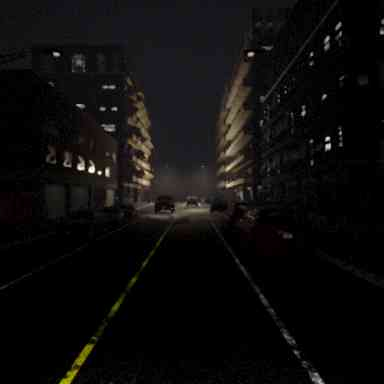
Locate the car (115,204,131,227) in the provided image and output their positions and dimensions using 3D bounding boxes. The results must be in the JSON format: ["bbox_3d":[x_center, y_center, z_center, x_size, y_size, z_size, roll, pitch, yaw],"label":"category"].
[{"bbox_3d":[-5.675,1.643,22.957,1.802,1.307,4.206,1,0,0],"label":"car"}]

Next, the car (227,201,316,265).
[{"bbox_3d":[2.706,1.346,11.775,2.192,1.841,5.009,1,0,0],"label":"car"}]

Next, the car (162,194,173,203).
[{"bbox_3d":[-5.660,1.527,78.669,2.192,1.841,5.009,1,0,0],"label":"car"}]

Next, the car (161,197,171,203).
[{"bbox_3d":[-5.665,1.763,73.098,1.947,1.339,4.313,1,0,0],"label":"car"}]

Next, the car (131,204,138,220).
[{"bbox_3d":[-5.674,1.658,28.529,1.802,1.307,4.206,1,0,0],"label":"car"}]

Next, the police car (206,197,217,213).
[{"bbox_3d":[3.006,1.527,37.934,1.930,1.638,5.238,0,0,0],"label":"police car"}]

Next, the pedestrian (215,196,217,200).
[{"bbox_3d":[3.009,1.403,40.956,0.375,1.860,0.375,1,-1,-5],"label":"pedestrian"}]

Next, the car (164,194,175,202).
[{"bbox_3d":[-5.659,1.542,84.241,2.192,1.841,5.009,1,0,0],"label":"car"}]

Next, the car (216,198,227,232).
[{"bbox_3d":[2.708,1.361,17.345,2.192,1.841,5.009,1,0,0],"label":"car"}]

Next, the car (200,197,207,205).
[{"bbox_3d":[2.714,1.692,62.084,1.752,1.417,4.829,1,0,0],"label":"car"}]

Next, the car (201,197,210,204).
[{"bbox_3d":[2.714,1.763,67.486,1.802,1.307,4.206,1,0,0],"label":"car"}]

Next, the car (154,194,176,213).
[{"bbox_3d":[-3.087,1.323,38.539,2.150,2.045,5.566,0,0,0],"label":"car"}]

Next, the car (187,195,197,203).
[{"bbox_3d":[0.015,1.527,74.292,2.097,1.767,4.553,0,0,0],"label":"car"}]

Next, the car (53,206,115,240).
[{"bbox_3d":[-5.676,1.591,17.387,1.887,1.381,4.507,1,0,0],"label":"car"}]

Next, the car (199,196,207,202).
[{"bbox_3d":[2.717,1.809,84.199,1.802,1.307,4.206,1,0,0],"label":"car"}]

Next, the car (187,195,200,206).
[{"bbox_3d":[0.050,1.677,56.495,1.812,1.442,4.674,0,0,0],"label":"car"}]
